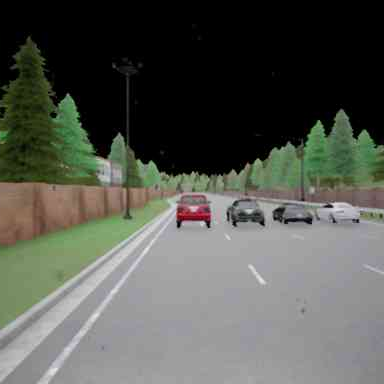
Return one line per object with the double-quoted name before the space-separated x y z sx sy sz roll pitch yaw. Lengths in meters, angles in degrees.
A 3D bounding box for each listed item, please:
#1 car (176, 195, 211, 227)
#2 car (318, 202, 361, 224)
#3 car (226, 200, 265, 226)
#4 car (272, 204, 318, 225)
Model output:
"car" 0.102 1.182 22.612 2.150 2.045 5.566 0 0 0
"car" 10.587 1.484 24.407 1.812 1.442 4.674 0 0 0
"car" 3.601 1.312 23.080 2.097 1.767 4.553 0 0 0
"car" 7.101 1.523 23.930 1.994 1.385 4.181 0 0 0
